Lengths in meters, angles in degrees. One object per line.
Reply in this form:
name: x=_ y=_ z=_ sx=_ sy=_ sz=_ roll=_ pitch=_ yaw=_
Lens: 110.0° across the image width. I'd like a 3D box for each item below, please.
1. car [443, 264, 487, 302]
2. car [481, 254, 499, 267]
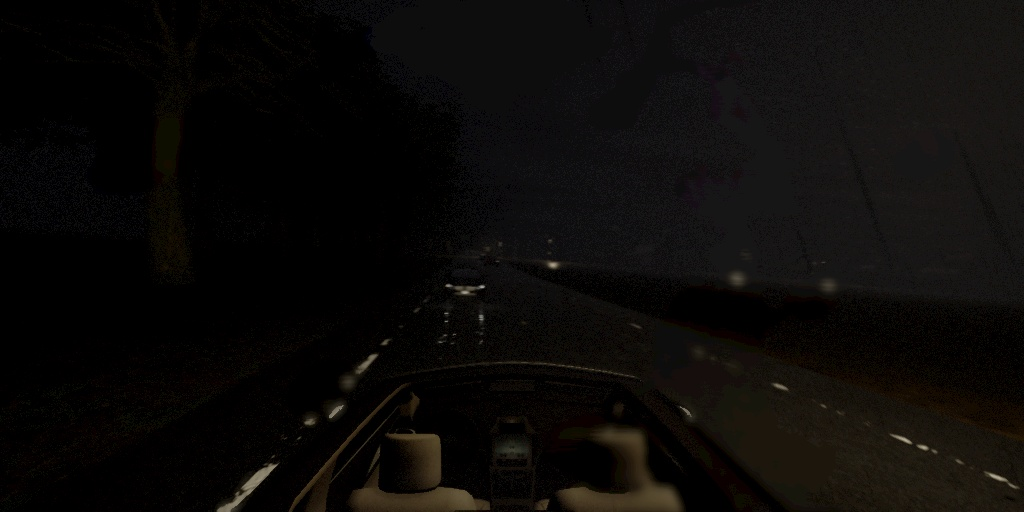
car: x=-2.207 y=1.234 z=17.088 sx=1.812 sy=1.442 sz=4.674 roll=2 pitch=0 yaw=-7
car: x=-3.174 y=0.705 z=55.604 sx=2.097 sy=1.767 sz=4.553 roll=2 pitch=1 yaw=-7
